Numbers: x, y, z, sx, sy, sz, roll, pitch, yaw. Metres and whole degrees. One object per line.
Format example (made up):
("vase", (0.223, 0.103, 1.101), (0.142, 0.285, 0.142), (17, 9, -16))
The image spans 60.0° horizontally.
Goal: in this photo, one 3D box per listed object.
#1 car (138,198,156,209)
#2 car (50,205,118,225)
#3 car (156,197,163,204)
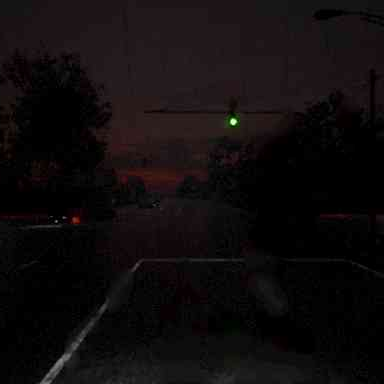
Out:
("car", (-6.928, 1.888, 50.152), (1.812, 1.442, 4.674), (0, 1, 0))
("car", (-8.290, 1.735, 26.153), (2.033, 1.411, 5.357), (0, 0, 34))
("car", (-7.426, 1.865, 73.731), (1.837, 1.490, 4.892), (0, 0, -3))
